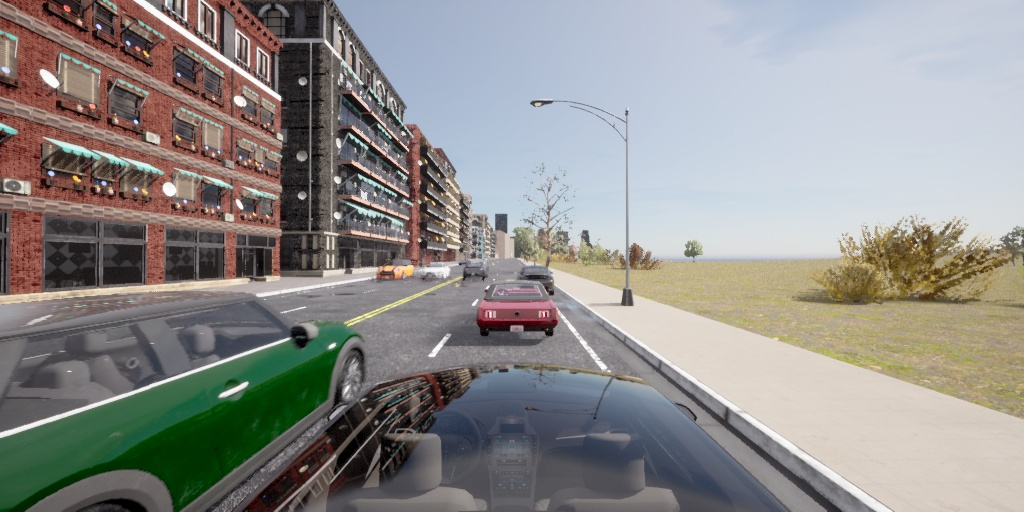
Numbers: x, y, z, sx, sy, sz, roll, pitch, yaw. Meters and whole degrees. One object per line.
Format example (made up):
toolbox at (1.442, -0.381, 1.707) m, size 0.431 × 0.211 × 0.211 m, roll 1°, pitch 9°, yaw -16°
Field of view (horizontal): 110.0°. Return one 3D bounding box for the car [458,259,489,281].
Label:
car at (-3.039, 1.240, 30.571) m, size 2.128 × 1.511 × 4.902 m, roll 0°, pitch 0°, yaw 0°

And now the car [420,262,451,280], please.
car at (-6.491, 1.278, 30.870) m, size 1.812 × 1.442 × 4.674 m, roll 0°, pitch 0°, yaw 0°

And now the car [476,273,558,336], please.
car at (0.131, 1.352, 10.323) m, size 1.895 × 1.301 × 4.718 m, roll 0°, pitch 0°, yaw 0°

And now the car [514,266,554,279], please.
car at (1.204, 1.257, 19.523) m, size 1.837 × 1.490 × 4.892 m, roll 0°, pitch 0°, yaw 0°

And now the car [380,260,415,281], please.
car at (-9.743, 1.104, 30.269) m, size 2.097 × 1.767 × 4.553 m, roll 0°, pitch 0°, yaw 0°

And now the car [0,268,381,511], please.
car at (-3.146, 1.103, 3.317) m, size 2.097 × 1.767 × 4.553 m, roll 0°, pitch 0°, yaw 0°
